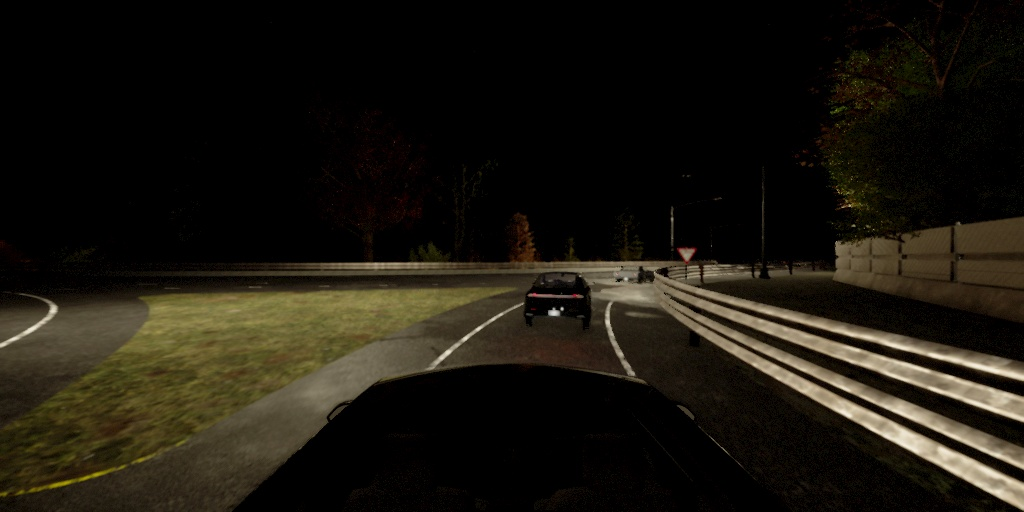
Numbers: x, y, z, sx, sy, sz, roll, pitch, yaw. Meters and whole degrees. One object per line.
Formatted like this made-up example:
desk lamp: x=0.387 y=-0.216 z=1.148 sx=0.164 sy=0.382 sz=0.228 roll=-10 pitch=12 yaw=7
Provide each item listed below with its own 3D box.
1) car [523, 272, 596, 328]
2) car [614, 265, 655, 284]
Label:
car: x=1.597 y=1.246 z=11.516 sx=2.128 sy=1.511 sz=4.902 roll=0 pitch=0 yaw=12
car: x=9.711 y=1.381 z=28.032 sx=1.895 sy=1.301 sz=4.718 roll=0 pitch=0 yaw=37
